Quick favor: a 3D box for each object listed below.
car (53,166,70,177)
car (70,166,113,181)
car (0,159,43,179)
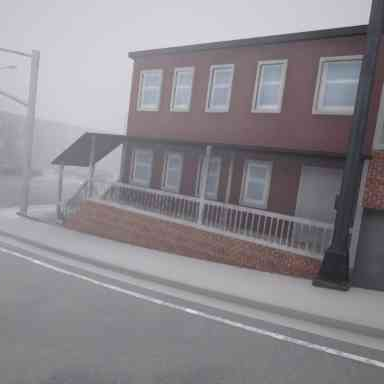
[{"bbox_3d":[-14.696,-2.661,42.181,2.033,1.411,5.357,11,6,35],"label":"car"},{"bbox_3d":[-11.777,-2.171,40.295,1.837,1.490,4.892,11,6,35],"label":"car"},{"bbox_3d":[-17.418,-2.135,32.488,2.033,1.411,5.357,11,6,37],"label":"car"}]
